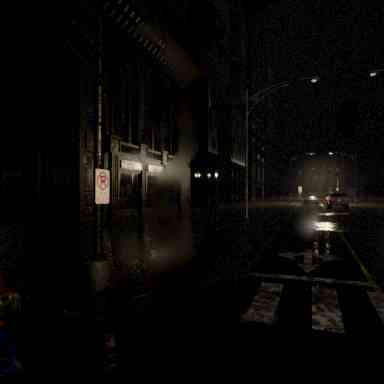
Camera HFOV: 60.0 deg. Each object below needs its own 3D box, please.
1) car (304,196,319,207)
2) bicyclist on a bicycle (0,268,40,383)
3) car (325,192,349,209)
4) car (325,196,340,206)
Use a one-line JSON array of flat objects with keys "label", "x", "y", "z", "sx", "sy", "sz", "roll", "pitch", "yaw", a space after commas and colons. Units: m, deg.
[{"label": "car", "x": 16.606, "y": 1.286, "z": 46.272, "sx": 2.033, "sy": 1.411, "sz": 5.357, "roll": 0, "pitch": 0, "yaw": 20}, {"label": "bicyclist on a bicycle", "x": -2.420, "y": 1.514, "z": 3.860, "sx": 1.656, "sy": 1.620, "sz": 0.582, "roll": -2, "pitch": -1, "yaw": 20}, {"label": "car", "x": 17.810, "y": 0.988, "z": 40.682, "sx": 2.150, "sy": 2.045, "sz": 5.566, "roll": 0, "pitch": 0, "yaw": 20}, {"label": "car", "x": 21.422, "y": 1.311, "z": 50.764, "sx": 1.895, "sy": 1.301, "sz": 4.718, "roll": 0, "pitch": 0, "yaw": 20}]
